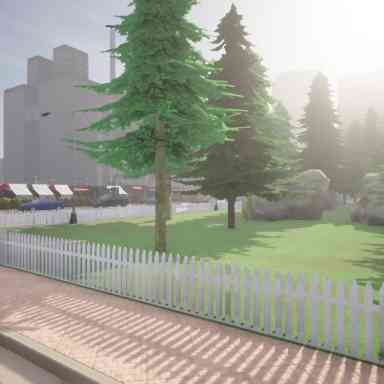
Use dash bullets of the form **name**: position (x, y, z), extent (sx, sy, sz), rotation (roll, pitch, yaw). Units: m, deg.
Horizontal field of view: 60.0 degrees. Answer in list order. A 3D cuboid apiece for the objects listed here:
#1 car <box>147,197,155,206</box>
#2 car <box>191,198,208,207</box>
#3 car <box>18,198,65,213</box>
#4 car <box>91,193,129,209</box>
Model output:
- **car**: position (-5.305, 1.352, 54.038), extent (2.097, 1.767, 4.553), rotation (0, 0, 34)
- **car**: position (1.876, 1.600, 51.885), extent (1.895, 1.301, 4.718), rotation (0, 0, 34)
- **car**: position (-16.738, 1.477, 37.172), extent (1.882, 1.535, 5.008), rotation (0, 0, 34)
- **car**: position (-11.092, 1.221, 45.533), extent (2.150, 2.045, 5.566), rotation (0, 0, 34)
